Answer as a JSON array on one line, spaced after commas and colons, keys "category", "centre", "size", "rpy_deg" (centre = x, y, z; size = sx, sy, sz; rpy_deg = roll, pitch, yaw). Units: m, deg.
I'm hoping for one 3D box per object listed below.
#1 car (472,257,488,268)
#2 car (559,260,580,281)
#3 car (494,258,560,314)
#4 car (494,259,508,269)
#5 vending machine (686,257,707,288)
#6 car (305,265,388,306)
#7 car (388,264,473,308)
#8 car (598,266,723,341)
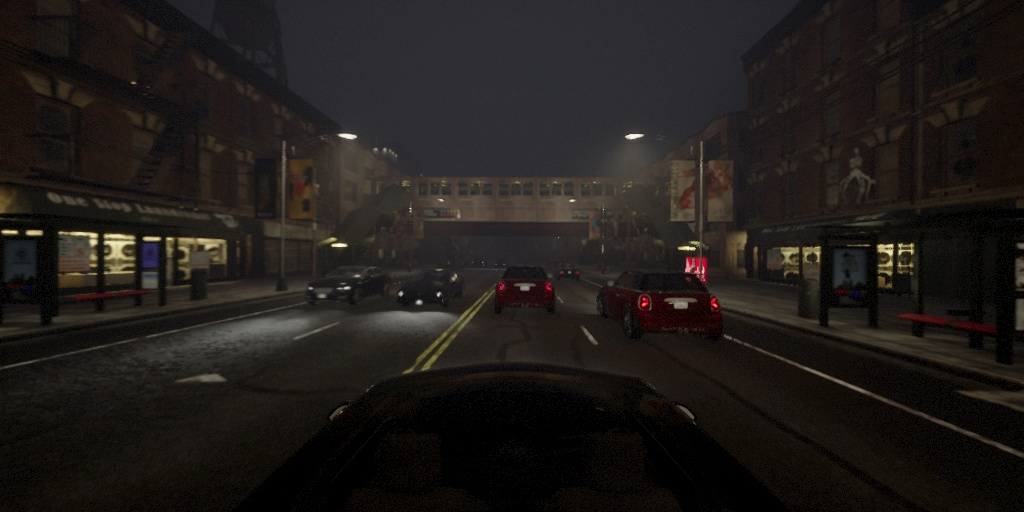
[{"category": "car", "centre": [-5.103, 0.999, 57.247], "size": [2.097, 1.767, 4.553], "rpy_deg": [1, 0, 3]}, {"category": "car", "centre": [4.535, 1.317, 30.194], "size": [2.033, 1.411, 5.357], "rpy_deg": [1, 0, 2]}, {"category": "car", "centre": [0.496, 1.095, 14.062], "size": [2.097, 1.767, 4.553], "rpy_deg": [1, 0, 2]}, {"category": "car", "centre": [-1.682, 1.187, 55.816], "size": [1.837, 1.490, 4.892], "rpy_deg": [1, 0, 3]}, {"category": "vending machine", "centre": [11.547, 1.042, 22.513], "size": [1.100, 2.100, 0.880], "rpy_deg": [0, 0, 2]}, {"category": "car", "centre": [-6.695, 1.161, 15.235], "size": [2.128, 1.511, 4.902], "rpy_deg": [1, 0, 2]}, {"category": "car", "centre": [-3.191, 1.253, 15.304], "size": [2.033, 1.411, 5.357], "rpy_deg": [1, 0, 2]}, {"category": "car", "centre": [3.875, 1.133, 10.226], "size": [2.097, 1.767, 4.553], "rpy_deg": [1, 0, 2]}]
